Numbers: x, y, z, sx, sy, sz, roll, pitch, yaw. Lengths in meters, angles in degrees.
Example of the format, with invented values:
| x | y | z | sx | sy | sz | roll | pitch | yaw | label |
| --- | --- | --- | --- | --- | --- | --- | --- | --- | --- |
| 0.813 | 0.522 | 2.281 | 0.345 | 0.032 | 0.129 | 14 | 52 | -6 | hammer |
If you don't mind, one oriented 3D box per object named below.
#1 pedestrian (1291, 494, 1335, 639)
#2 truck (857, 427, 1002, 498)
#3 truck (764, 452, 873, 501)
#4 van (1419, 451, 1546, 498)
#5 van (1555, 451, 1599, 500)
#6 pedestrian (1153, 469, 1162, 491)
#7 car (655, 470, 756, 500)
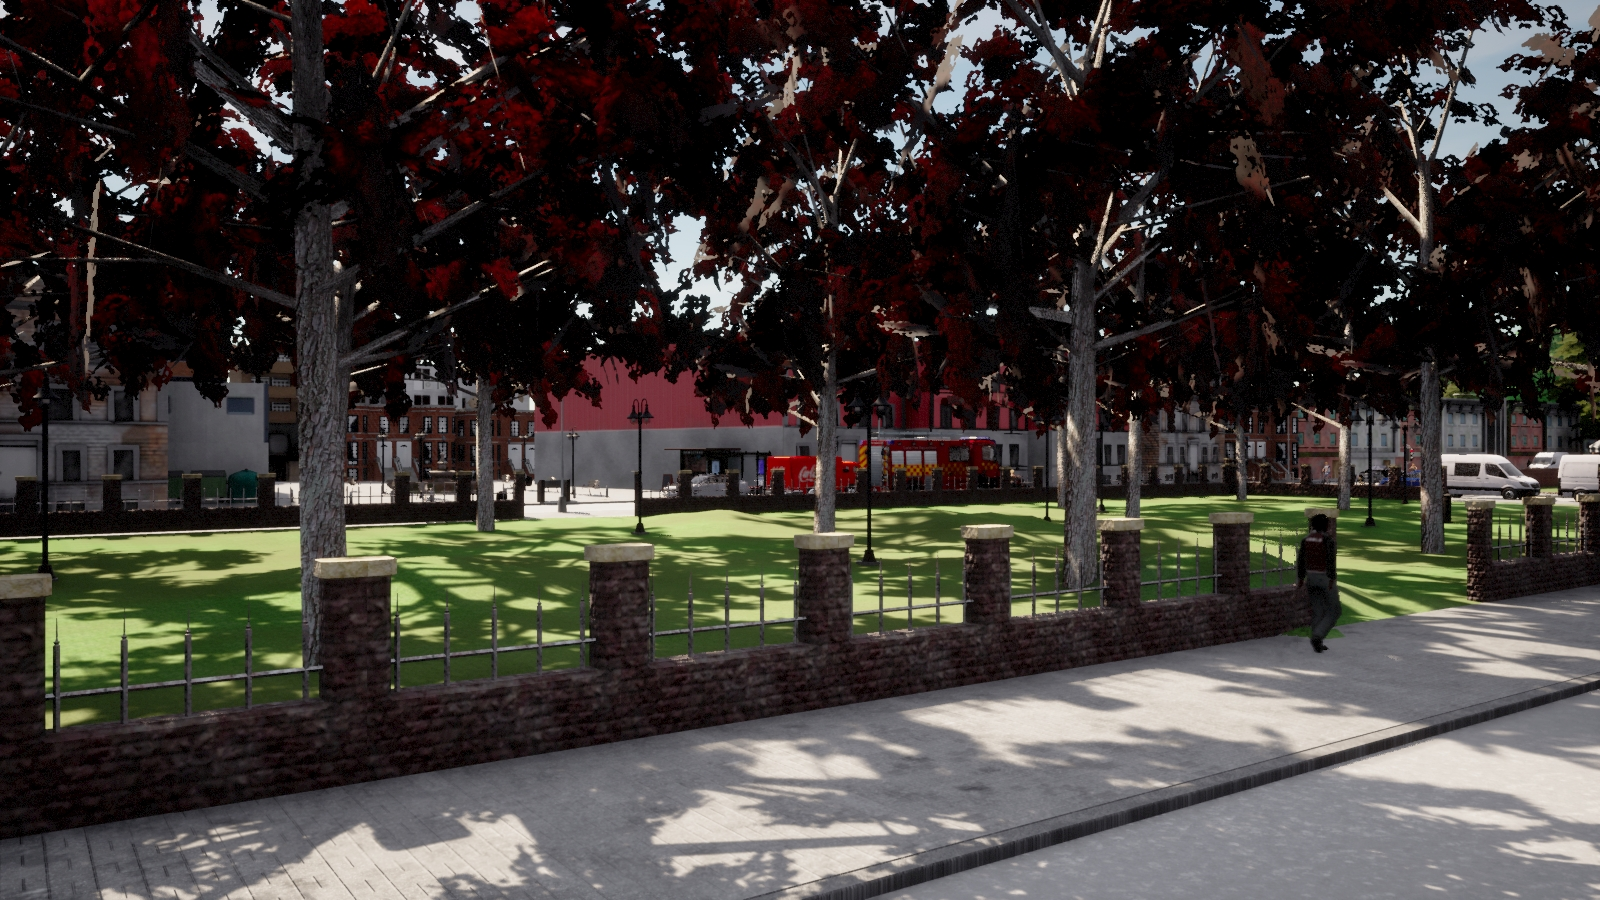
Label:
| x | y | z | sx | sy | sz | roll | pitch | yaw | label |
| --- | --- | --- | --- | --- | --- | --- | --- | --- | --- |
| 6.764 | 1.525 | 15.063 | 0.375 | 1.860 | 0.375 | 0 | 0 | -31 | pedestrian |
| 7.473 | 0.671 | 65.186 | 8.468 | 3.827 | 2.891 | 0 | 0 | -35 | truck |
| 0.982 | 1.348 | 60.339 | 5.204 | 2.467 | 2.627 | 0 | 0 | -35 | truck |
| 38.735 | 1.314 | 65.046 | 1.988 | 2.561 | 5.915 | 0 | 0 | -34 | van |
| 42.801 | 1.314 | 59.145 | 1.988 | 2.561 | 5.915 | 0 | 0 | -34 | van |
| 21.540 | 1.804 | 68.825 | 0.375 | 1.300 | 0.375 | 0 | 0 | -32 | pedestrian |
| -5.033 | 1.841 | 61.023 | 4.892 | 1.480 | 2.231 | 0 | 0 | -35 | car |
